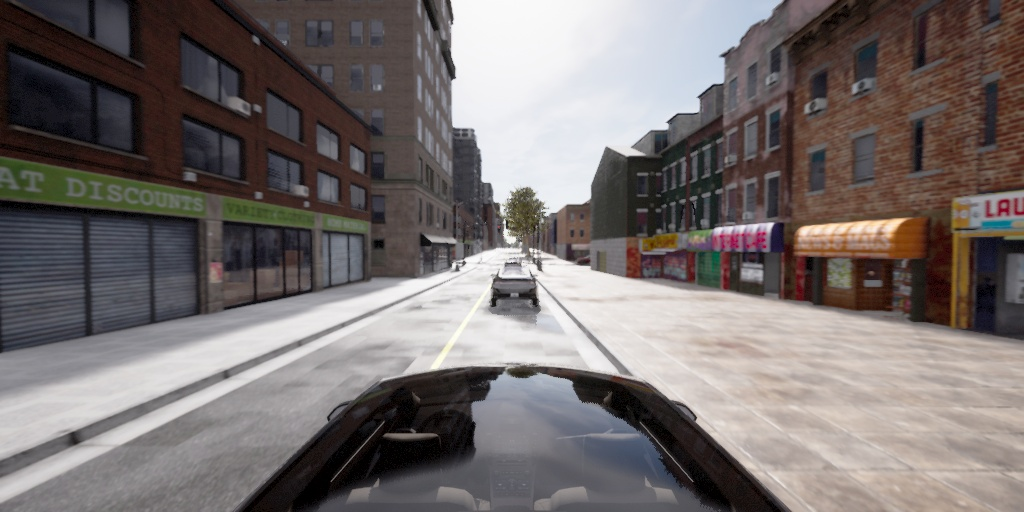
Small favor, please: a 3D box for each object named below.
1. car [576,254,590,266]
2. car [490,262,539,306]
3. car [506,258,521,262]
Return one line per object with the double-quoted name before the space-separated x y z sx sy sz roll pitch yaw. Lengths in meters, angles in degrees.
"car" 12.684 0.619 56.793 5.009 1.841 2.192 0 0 0
"car" 0.094 1.177 15.344 2.128 1.511 4.902 0 0 0
"car" 0.088 0.980 38.180 2.128 1.511 4.902 0 1 0
